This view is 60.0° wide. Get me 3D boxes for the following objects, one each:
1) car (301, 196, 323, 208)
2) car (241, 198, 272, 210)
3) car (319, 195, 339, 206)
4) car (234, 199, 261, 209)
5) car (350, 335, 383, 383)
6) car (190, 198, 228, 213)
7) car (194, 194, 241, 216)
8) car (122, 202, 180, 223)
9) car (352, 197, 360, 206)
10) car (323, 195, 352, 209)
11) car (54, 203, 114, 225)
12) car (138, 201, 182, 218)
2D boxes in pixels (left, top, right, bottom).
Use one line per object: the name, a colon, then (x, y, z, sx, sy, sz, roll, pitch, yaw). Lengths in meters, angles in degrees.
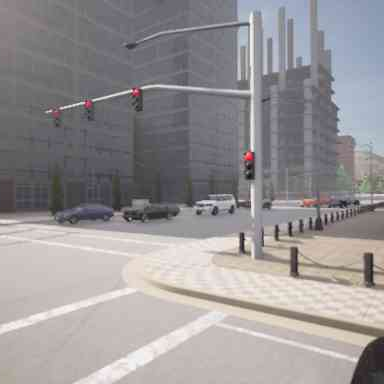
car: (17.581, 1.380, 48.714, 2.097, 1.767, 4.553, 0, 0, 36)
car: (8.573, 1.529, 42.530, 1.882, 1.535, 5.008, 0, 0, 36)
car: (23.512, 1.380, 56.946, 2.097, 1.767, 4.553, 0, 0, 36)
car: (7.964, 1.674, 47.651, 1.895, 1.301, 4.718, 0, 0, 36)
car: (3.054, 1.554, 1.791, 4.181, 1.385, 1.994, 0, 0, 36)
car: (2.112, 1.565, 39.572, 2.128, 1.511, 4.902, 0, 0, 36)
car: (2.465, 1.274, 34.083, 2.150, 2.045, 5.566, 0, 0, 36)
car: (-3.248, 1.654, 26.171, 1.895, 1.301, 4.718, 0, 0, 36)
car: (26.443, 1.553, 55.020, 2.033, 1.411, 5.357, 0, 0, 36)
car: (20.507, 1.498, 46.787, 2.128, 1.511, 4.902, 0, 0, 36)
car: (-8.118, 1.601, 25.416, 1.812, 1.442, 4.674, 0, 0, 38)
car: (-3.033, 1.638, 32.448, 1.994, 1.385, 4.181, 0, 0, 36)
